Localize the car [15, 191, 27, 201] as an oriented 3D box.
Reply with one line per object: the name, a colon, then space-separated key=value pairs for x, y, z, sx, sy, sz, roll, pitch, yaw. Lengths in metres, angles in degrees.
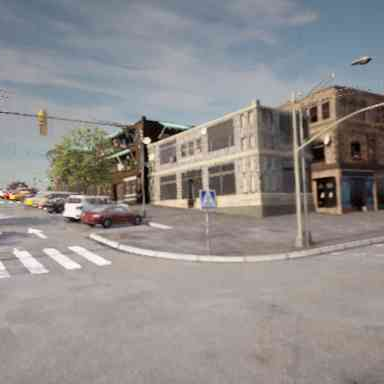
car: x=-21.156 y=0.947 z=45.855 sx=2.002 sy=1.452 sz=4.674 roll=2 pitch=1 yaw=35

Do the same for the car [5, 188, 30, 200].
car: x=-26.289 y=0.663 z=53.390 sx=1.946 sy=1.575 sz=5.366 roll=2 pitch=1 yaw=34

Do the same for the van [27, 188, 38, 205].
van: x=-15.999 y=0.924 z=38.327 sx=1.878 sy=1.987 sz=4.442 roll=2 pitch=1 yaw=35

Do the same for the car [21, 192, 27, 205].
car: x=-17.568 y=1.067 z=41.058 sx=1.946 sy=1.575 sz=5.366 roll=2 pitch=1 yaw=35

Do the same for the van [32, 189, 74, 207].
van: x=-14.262 y=1.005 z=35.848 sx=1.878 sy=1.987 sz=4.442 roll=2 pitch=1 yaw=35

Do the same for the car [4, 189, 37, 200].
car: x=-29.958 y=0.376 z=58.136 sx=2.185 sy=1.767 sz=4.553 roll=1 pitch=0 yaw=34

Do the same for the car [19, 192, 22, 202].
car: x=-19.405 y=1.029 z=43.385 sx=2.002 sy=1.452 sz=4.674 roll=2 pitch=1 yaw=35

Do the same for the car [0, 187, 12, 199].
car: x=-28.163 y=0.333 z=55.667 sx=2.435 sy=2.045 sz=5.566 roll=2 pitch=1 yaw=34

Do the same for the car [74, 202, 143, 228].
car: x=-5.543 y=1.675 z=23.579 sx=2.002 sy=1.452 sz=4.674 roll=2 pitch=1 yaw=35

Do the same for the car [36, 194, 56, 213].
car: x=-12.480 y=1.313 z=33.470 sx=2.231 sy=1.521 sz=4.892 roll=2 pitch=1 yaw=35

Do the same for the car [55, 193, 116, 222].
car: x=-7.260 y=1.303 z=26.069 sx=2.435 sy=2.045 sz=5.566 roll=2 pitch=1 yaw=35
